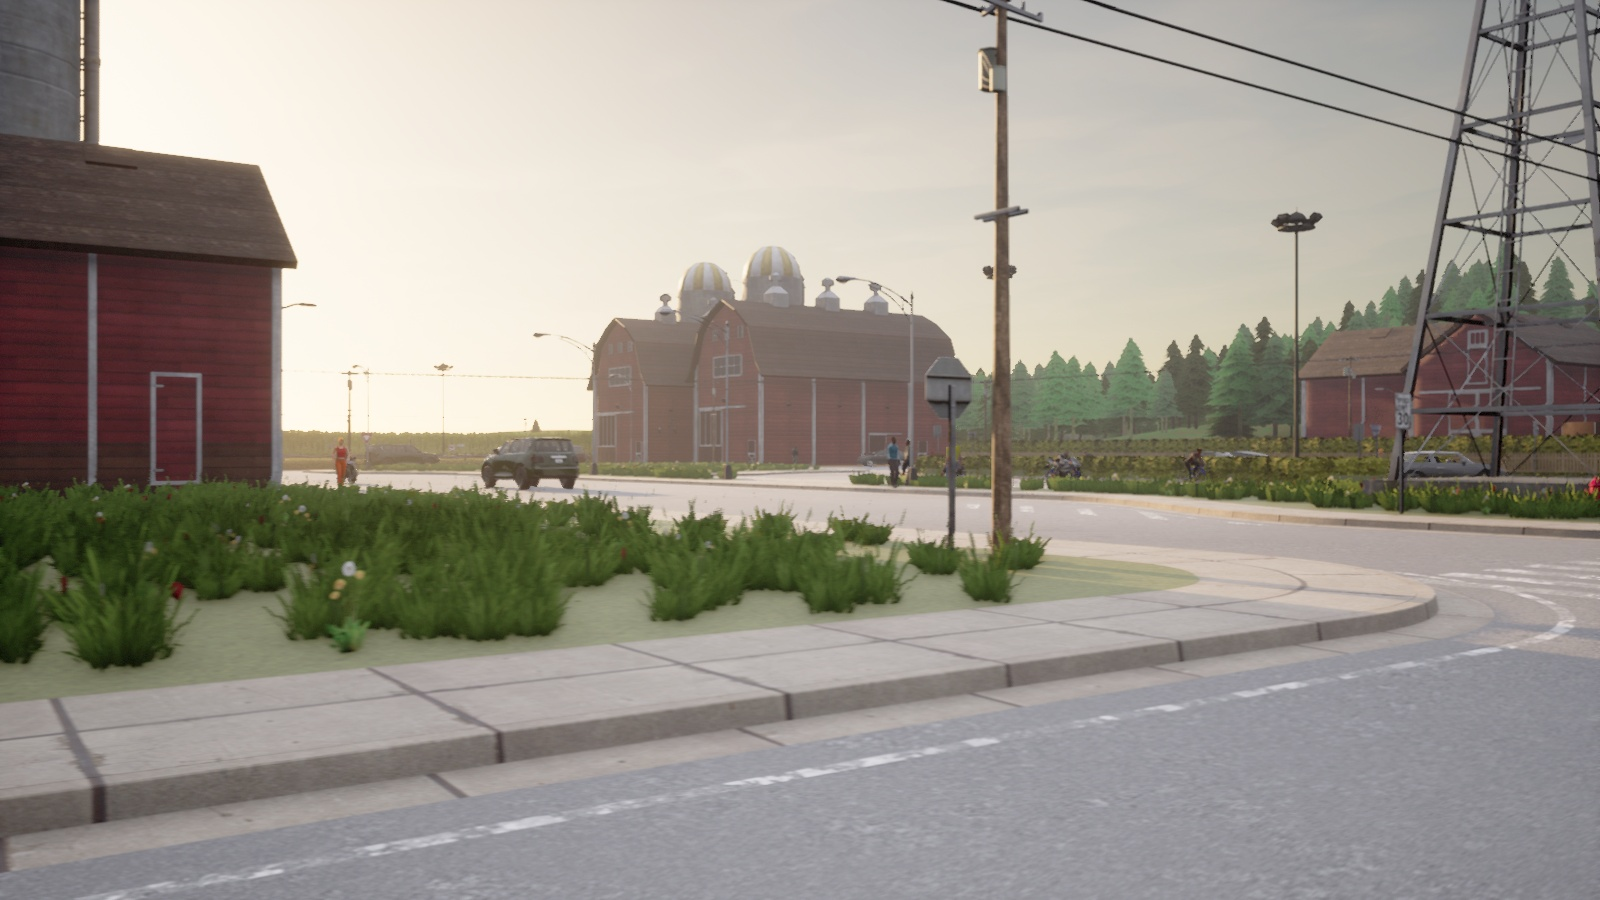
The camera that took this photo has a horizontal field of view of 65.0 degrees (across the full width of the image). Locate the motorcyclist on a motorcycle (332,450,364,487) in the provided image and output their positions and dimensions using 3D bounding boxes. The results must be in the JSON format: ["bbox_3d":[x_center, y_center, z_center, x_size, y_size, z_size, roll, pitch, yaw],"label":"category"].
[{"bbox_3d":[-20.832,0.830,57.809,0.766,1.649,2.350,0,0,-36],"label":"motorcyclist on a motorcycle"}]

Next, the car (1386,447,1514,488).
[{"bbox_3d":[24.001,0.624,46.517,3.806,1.475,1.970,0,0,11],"label":"car"}]

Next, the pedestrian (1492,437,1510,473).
[{"bbox_3d":[36.320,0.266,65.048,0.370,1.835,0.726,0,0,-36],"label":"pedestrian"}]

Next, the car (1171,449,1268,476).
[{"bbox_3d":[23.443,0.675,70.347,2.163,1.488,4.792,0,0,-35],"label":"car"}]

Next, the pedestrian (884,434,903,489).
[{"bbox_3d":[3.302,0.411,44.469,0.396,1.930,0.692,0,0,-22],"label":"pedestrian"}]

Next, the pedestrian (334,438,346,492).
[{"bbox_3d":[-15.857,0.502,43.310,0.345,1.836,0.594,0,0,-23],"label":"pedestrian"}]

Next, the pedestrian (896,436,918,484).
[{"bbox_3d":[4.409,0.411,51.775,0.423,1.949,0.788,0,0,-42],"label":"pedestrian"}]

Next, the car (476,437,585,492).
[{"bbox_3d":[-10.756,0.545,49.839,2.150,2.045,5.566,0,0,-36],"label":"car"}]

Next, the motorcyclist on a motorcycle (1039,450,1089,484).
[{"bbox_3d":[11.922,0.757,56.694,0.866,1.530,2.191,0,0,-35],"label":"motorcyclist on a motorcycle"}]
